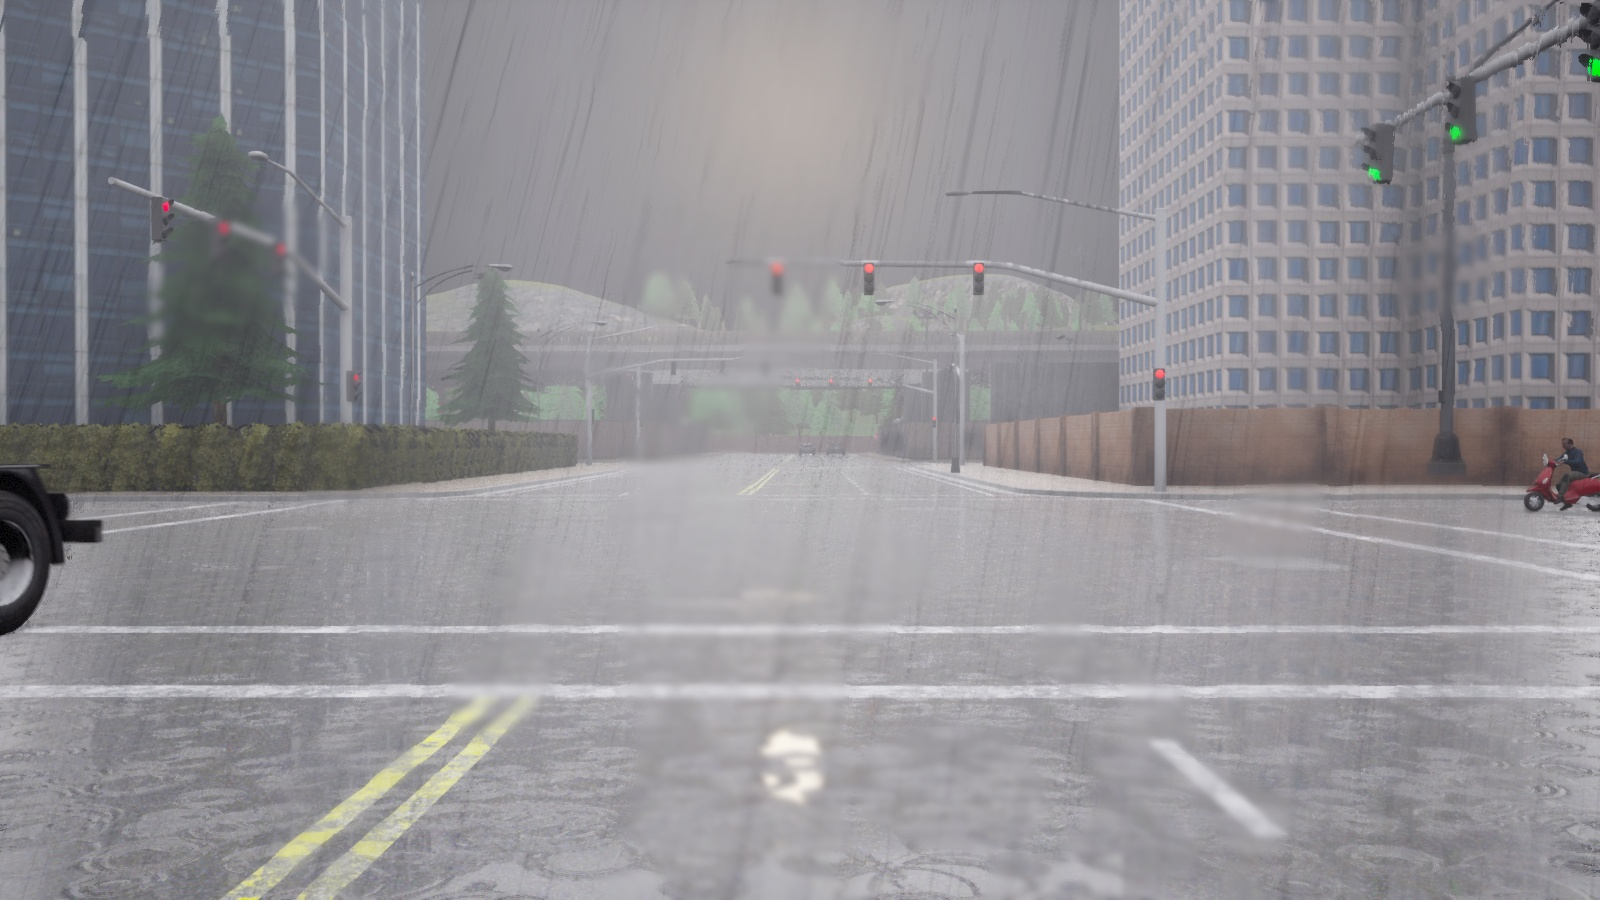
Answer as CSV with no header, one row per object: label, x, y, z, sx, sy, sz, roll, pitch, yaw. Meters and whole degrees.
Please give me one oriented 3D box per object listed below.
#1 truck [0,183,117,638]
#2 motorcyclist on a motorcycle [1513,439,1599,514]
truck,-7.840,-0.282,7.114,2.891,3.462,7.936,0,0,7
motorcyclist on a motorcycle,16.569,0.560,27.136,1.817,1.590,0.866,0,0,1
